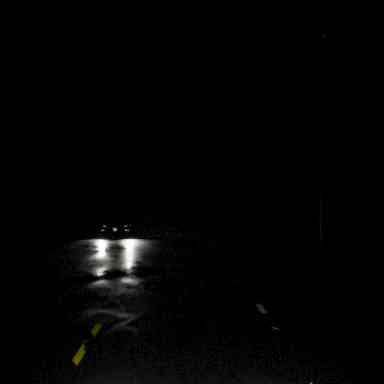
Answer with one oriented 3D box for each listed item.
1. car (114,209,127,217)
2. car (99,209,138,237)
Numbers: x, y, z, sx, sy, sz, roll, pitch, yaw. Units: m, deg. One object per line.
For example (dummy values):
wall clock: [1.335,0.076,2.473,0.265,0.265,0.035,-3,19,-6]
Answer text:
car: [-12.935,3.779,60.067,1.994,1.385,4.181,1,-4,-17]
car: [-4.310,1.779,19.887,1.837,1.490,4.892,0,-2,-6]
